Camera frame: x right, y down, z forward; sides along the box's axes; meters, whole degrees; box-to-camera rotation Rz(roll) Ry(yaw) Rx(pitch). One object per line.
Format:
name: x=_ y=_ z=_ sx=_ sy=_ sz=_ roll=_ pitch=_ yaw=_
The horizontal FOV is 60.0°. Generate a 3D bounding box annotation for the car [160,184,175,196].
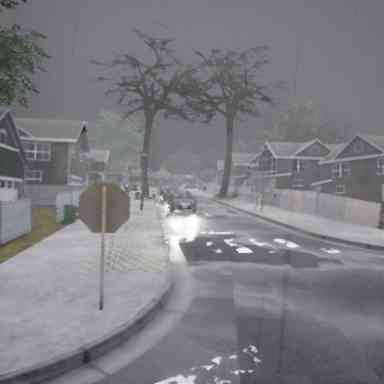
car: x=-3.680 y=-0.315 z=49.340 sx=1.882 sy=1.535 sz=5.008 roll=1 pitch=3 yaw=-7

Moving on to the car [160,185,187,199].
car: x=-2.185 y=0.185 z=36.781 sx=2.128 sy=1.511 sz=4.902 roll=1 pitch=2 yaw=-7

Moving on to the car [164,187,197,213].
car: x=-0.769 y=0.645 z=25.159 sx=2.128 sy=1.511 sz=4.902 roll=1 pitch=2 yaw=-7
